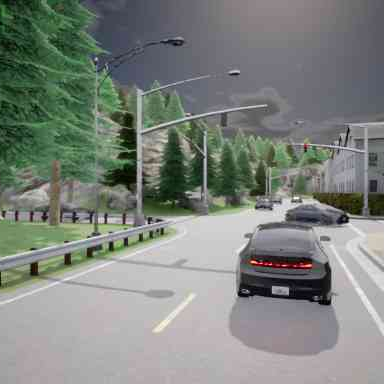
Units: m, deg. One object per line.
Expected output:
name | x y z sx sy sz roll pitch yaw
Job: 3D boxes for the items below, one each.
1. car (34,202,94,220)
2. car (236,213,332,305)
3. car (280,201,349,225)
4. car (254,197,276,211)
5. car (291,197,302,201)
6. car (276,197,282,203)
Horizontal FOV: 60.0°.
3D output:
car | -10.619 1.563 27.707 5.357 1.411 2.033 0 0 19
car | 2.299 1.505 8.222 1.837 1.490 4.892 0 0 18
car | 8.608 1.575 23.166 1.994 1.385 4.181 0 0 -39
car | 8.973 1.563 41.271 1.994 1.385 4.181 0 0 18
car | 19.598 1.564 62.351 1.994 1.385 4.181 0 0 18
car | 15.734 1.564 62.134 1.994 1.385 4.181 0 0 18
